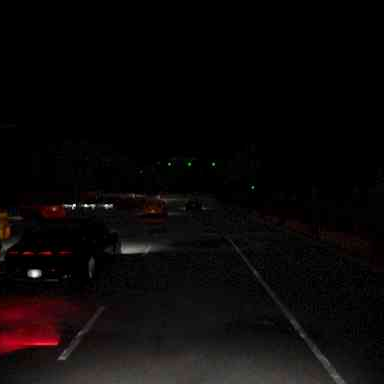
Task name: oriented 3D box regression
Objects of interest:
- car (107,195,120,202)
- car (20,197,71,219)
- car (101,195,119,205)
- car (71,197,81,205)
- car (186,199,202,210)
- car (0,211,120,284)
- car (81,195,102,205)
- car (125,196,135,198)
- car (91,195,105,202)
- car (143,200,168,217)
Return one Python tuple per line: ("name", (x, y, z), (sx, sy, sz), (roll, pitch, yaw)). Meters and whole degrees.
("car", (-17.328, 1.509, 73.937), (1.812, 1.442, 4.674), (0, 0, 0))
("car", (-12.058, 1.344, 26.834), (4.553, 1.767, 2.097), (0, 0, 43))
("car", (-13.904, 1.551, 58.413), (1.994, 1.385, 4.181), (0, 0, 1))
("car", (-20.894, 1.549, 58.783), (1.994, 1.385, 4.181), (0, 0, 1))
("car", (0.198, 1.557, 42.549), (1.994, 1.385, 4.181), (0, 0, 0))
("car", (-3.380, 1.502, 9.574), (1.837, 1.490, 4.892), (0, 0, 0))
("car", (-17.400, 1.550, 58.355), (1.994, 1.385, 4.181), (0, 0, 1))
("car", (-13.829, 1.525, 73.740), (2.033, 1.411, 5.357), (0, 0, 0))
("car", (-20.828, 1.508, 74.023), (1.812, 1.442, 4.674), (0, 0, 0))
("car", (-3.332, 1.472, 30.719), (1.882, 1.535, 5.008), (0, 0, 0))
